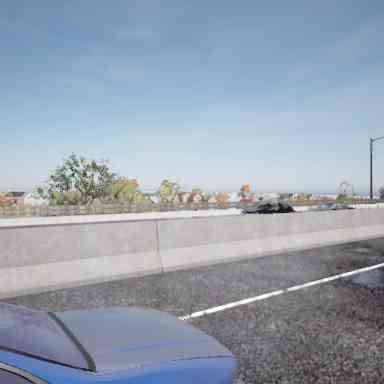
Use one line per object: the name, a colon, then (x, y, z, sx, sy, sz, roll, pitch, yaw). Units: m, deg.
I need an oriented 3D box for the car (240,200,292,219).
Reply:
car: (6.837, 1.512, 30.354, 4.892, 1.490, 1.837, 0, 0, -35)

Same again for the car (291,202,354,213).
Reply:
car: (9.723, 1.497, 23.824, 4.902, 1.511, 2.128, 0, 0, -35)

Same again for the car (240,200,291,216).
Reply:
car: (5.790, 1.508, 25.333, 4.892, 1.490, 1.837, 0, 0, -35)

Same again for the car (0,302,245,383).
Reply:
car: (-2.092, 1.547, 2.244, 5.357, 1.411, 2.033, 0, 0, -36)
